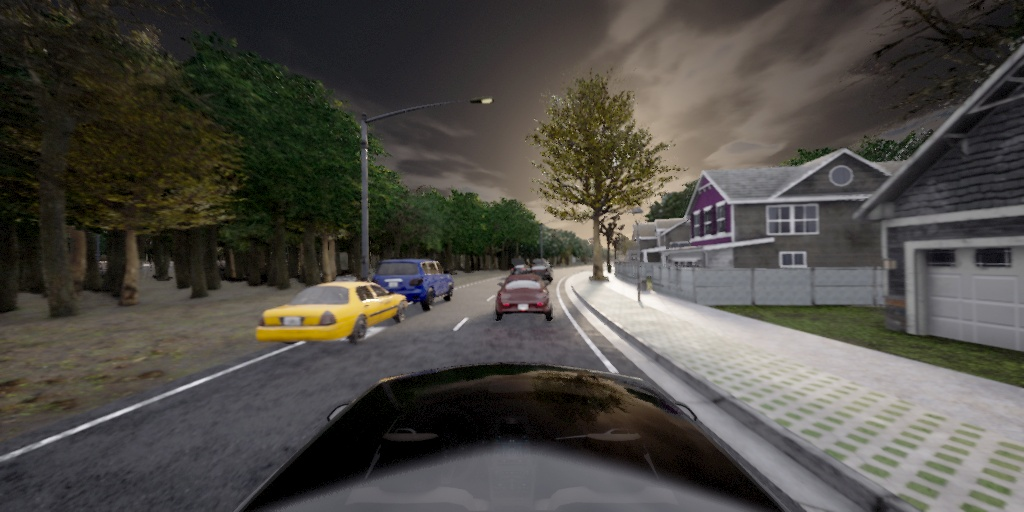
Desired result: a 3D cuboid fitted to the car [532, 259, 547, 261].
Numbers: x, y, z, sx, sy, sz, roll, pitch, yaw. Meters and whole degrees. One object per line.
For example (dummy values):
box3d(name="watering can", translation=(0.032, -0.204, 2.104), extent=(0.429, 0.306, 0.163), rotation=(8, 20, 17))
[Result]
box3d(name="car", translation=(4.322, 1.501, 53.444), extent=(2.150, 2.045, 5.566), rotation=(-1, -1, 17))

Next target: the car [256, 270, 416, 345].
box3d(name="car", translation=(-4.440, 1.337, 9.942), extent=(1.801, 1.575, 5.366), rotation=(-1, -1, 2))

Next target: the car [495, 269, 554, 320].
box3d(name="car", translation=(0.446, 1.377, 13.059), extent=(1.812, 1.442, 4.674), rotation=(-1, -1, 3))

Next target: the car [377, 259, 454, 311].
box3d(name="car", translation=(-4.132, 1.158, 15.748), extent=(2.150, 2.045, 5.566), rotation=(-1, -1, 4))

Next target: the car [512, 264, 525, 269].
box3d(name="car", translation=(1.146, 1.642, 41.347), extent=(1.812, 1.442, 4.674), rotation=(-1, -1, 14))

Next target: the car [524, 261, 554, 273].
box3d(name="car", translation=(2.553, 1.472, 30.954), extent=(1.882, 1.535, 5.008), rotation=(-1, -1, 10))
